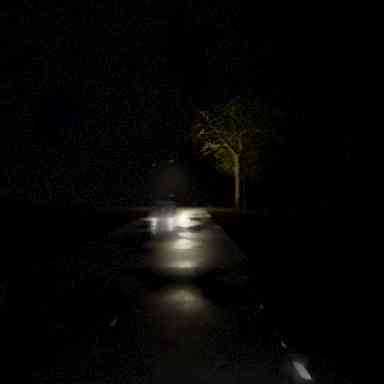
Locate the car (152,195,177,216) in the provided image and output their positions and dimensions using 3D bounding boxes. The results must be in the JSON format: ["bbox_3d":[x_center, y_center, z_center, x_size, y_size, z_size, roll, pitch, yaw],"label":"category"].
[{"bbox_3d":[-2.737,1.354,34.142,2.150,2.045,5.566,0,-1,0],"label":"car"}]
